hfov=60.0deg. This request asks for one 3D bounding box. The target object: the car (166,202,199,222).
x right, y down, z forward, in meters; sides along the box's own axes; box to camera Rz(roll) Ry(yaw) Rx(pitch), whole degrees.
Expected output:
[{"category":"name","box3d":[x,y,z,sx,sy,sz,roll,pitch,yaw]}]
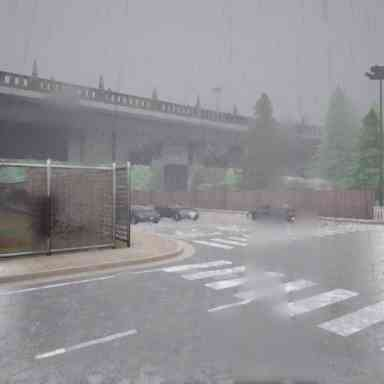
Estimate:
[{"category":"car","box3d":[-1.366,1.545,26.711,2.128,1.511,4.902,0,0,-36]}]

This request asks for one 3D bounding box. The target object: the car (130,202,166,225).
[{"category":"car","box3d":[-4.146,1.559,24.579,1.837,1.490,4.892,0,0,-36]}]

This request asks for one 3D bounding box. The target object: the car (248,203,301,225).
[{"category":"car","box3d":[5.963,1.568,24.811,1.837,1.490,4.892,-6,2,-23]}]
